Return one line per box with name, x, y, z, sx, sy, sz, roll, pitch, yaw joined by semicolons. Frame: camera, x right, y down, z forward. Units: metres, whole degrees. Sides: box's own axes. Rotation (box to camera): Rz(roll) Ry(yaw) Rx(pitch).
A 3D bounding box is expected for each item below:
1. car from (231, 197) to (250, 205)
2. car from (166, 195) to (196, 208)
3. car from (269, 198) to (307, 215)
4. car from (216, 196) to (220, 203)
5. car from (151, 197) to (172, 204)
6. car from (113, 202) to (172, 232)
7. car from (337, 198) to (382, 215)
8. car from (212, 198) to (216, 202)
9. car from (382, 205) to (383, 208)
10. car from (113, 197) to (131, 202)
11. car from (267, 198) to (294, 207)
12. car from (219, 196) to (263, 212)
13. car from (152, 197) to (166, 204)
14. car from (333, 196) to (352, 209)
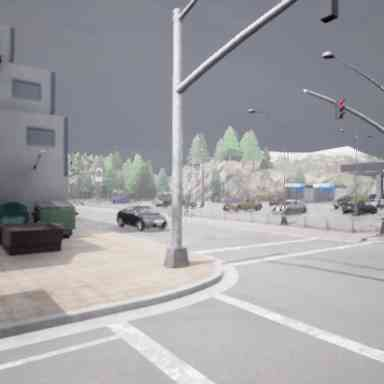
car;9.602;1.782;65.803;3.633;1.501;1.845;0;0;-36
car;-1.334;1.432;49.936;3.866;1.878;1.905;0;0;-36
car;10.128;1.590;34.515;3.806;1.475;1.970;0;0;-36
car;8.931;1.837;79.902;5.027;1.636;2.152;0;0;-36
car;-6.320;1.781;69.139;3.806;1.475;1.970;0;0;-36
car;-3.429;1.727;22.377;2.128;1.511;4.902;0;0;-36
car;17.990;1.698;35.648;4.514;1.523;2.007;0;0;-36
car;7.060;1.846;82.420;4.514;1.523;2.007;0;0;-36
car;28.944;1.870;52.098;3.806;1.475;1.970;0;0;-36
car;-14.087;1.726;67.235;3.633;1.501;1.845;0;0;-36
car;15.393;1.760;57.660;4.514;1.523;2.007;0;0;-36
car;6.124;1.509;39.541;5.027;1.636;2.152;0;0;-36
car;-3.363;1.450;52.057;4.605;1.855;1.932;0;0;-36
car;22.078;1.556;47.125;4.605;1.855;1.932;0;0;-36
